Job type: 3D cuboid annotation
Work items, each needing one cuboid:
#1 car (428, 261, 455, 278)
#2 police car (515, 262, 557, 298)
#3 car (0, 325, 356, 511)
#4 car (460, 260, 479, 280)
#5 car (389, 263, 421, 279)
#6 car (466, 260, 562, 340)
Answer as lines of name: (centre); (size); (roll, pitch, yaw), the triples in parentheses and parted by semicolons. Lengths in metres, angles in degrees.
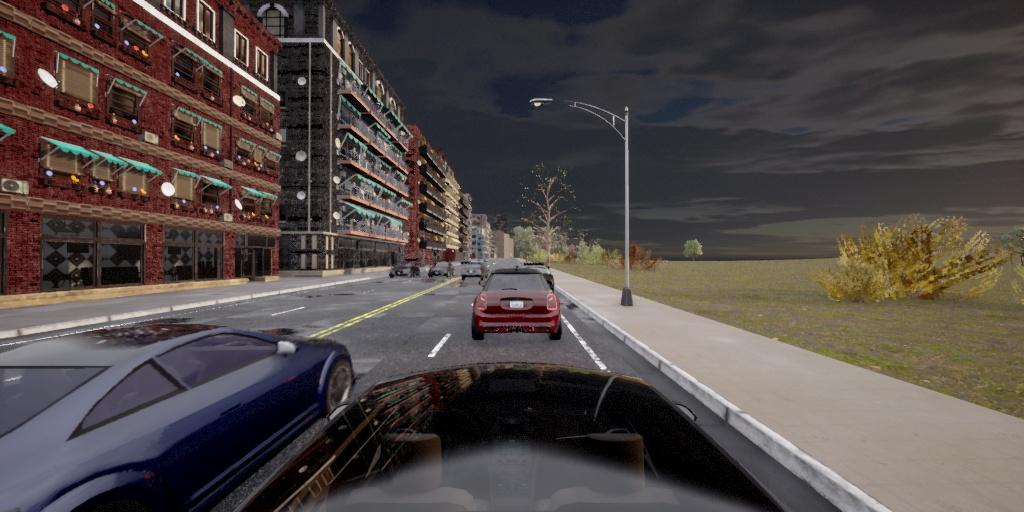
car: (-6.537, 1.257, 33.593); (1.837, 1.490, 4.892); (0, 0, 0)
police car: (1.173, 1.178, 19.622); (1.930, 1.638, 5.238); (0, 0, 0)
car: (-3.149, 1.313, 3.265); (1.994, 1.385, 4.181); (0, 0, 0)
car: (-3.109, 1.299, 30.923); (2.033, 1.411, 5.357); (0, 0, 3)
car: (-9.787, 1.316, 32.992); (1.994, 1.385, 4.181); (0, 0, 0)
car: (0.112, 1.103, 10.126); (2.097, 1.767, 4.553); (0, 0, 0)
